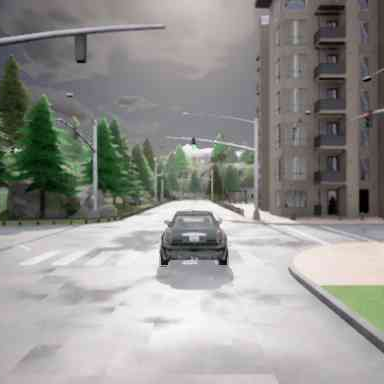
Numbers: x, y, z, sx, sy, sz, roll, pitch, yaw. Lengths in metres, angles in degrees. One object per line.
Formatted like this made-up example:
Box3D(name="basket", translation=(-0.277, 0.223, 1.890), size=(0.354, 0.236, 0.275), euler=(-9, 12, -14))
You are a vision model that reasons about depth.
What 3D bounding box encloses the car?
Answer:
Box3D(name="car", translation=(0.043, 1.413, 11.950), size=(2.097, 1.767, 4.553), euler=(0, 0, -1))
